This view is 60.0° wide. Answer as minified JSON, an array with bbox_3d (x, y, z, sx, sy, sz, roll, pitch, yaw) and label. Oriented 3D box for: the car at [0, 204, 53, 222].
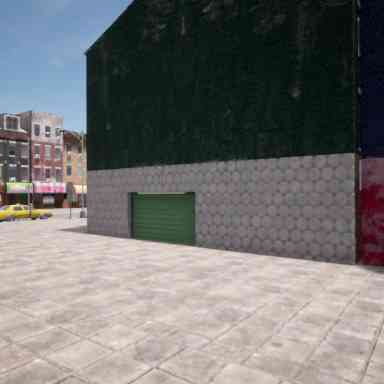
[{"bbox_3d":[-13.517,1.602,26.395,1.752,1.417,4.829,-1,-1,36],"label":"car"}]
